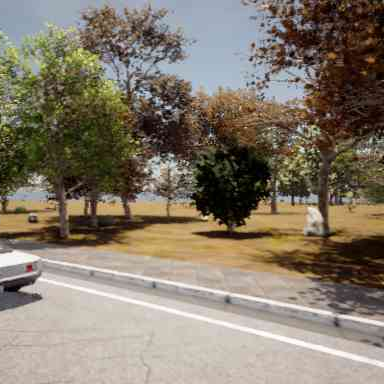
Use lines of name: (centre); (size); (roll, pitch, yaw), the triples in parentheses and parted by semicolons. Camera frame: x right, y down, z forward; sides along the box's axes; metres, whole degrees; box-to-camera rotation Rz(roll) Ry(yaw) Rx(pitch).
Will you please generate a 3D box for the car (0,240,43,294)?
car: (-5.565, 1.564, 7.388); (4.718, 1.301, 1.895); (0, 0, 31)
